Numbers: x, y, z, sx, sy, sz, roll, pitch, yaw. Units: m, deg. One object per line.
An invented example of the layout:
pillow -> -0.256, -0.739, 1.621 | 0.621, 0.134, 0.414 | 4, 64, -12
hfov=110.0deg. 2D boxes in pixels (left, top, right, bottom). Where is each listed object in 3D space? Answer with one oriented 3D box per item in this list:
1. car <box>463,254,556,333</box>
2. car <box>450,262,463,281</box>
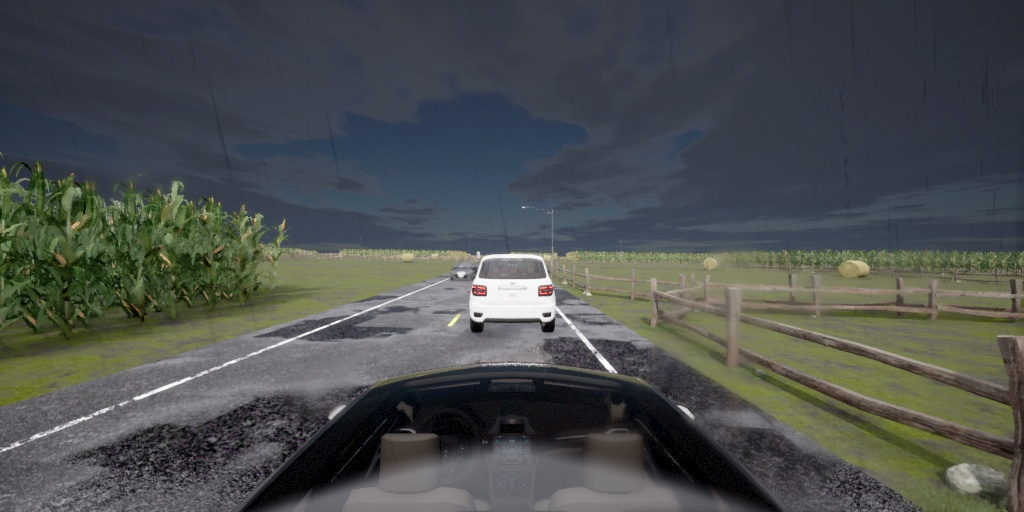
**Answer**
car -> 0.016, 0.972, 10.909 | 2.150, 2.045, 5.566 | 0, 0, 0
car -> -3.873, 1.231, 29.407 | 2.128, 1.511, 4.902 | 0, 0, -1
